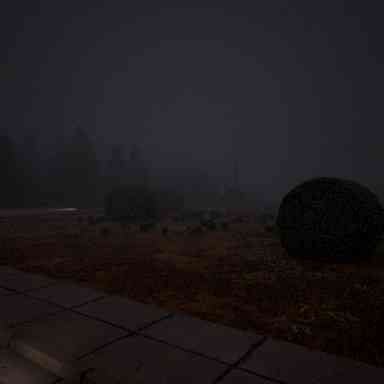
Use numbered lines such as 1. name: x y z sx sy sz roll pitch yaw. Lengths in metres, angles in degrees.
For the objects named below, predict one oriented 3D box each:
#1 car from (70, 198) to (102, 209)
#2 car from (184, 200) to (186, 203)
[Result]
1. car: -14.369 1.554 45.348 1.994 1.385 4.181 0 0 37
2. car: -3.153 1.626 60.313 1.895 1.301 4.718 0 0 37
